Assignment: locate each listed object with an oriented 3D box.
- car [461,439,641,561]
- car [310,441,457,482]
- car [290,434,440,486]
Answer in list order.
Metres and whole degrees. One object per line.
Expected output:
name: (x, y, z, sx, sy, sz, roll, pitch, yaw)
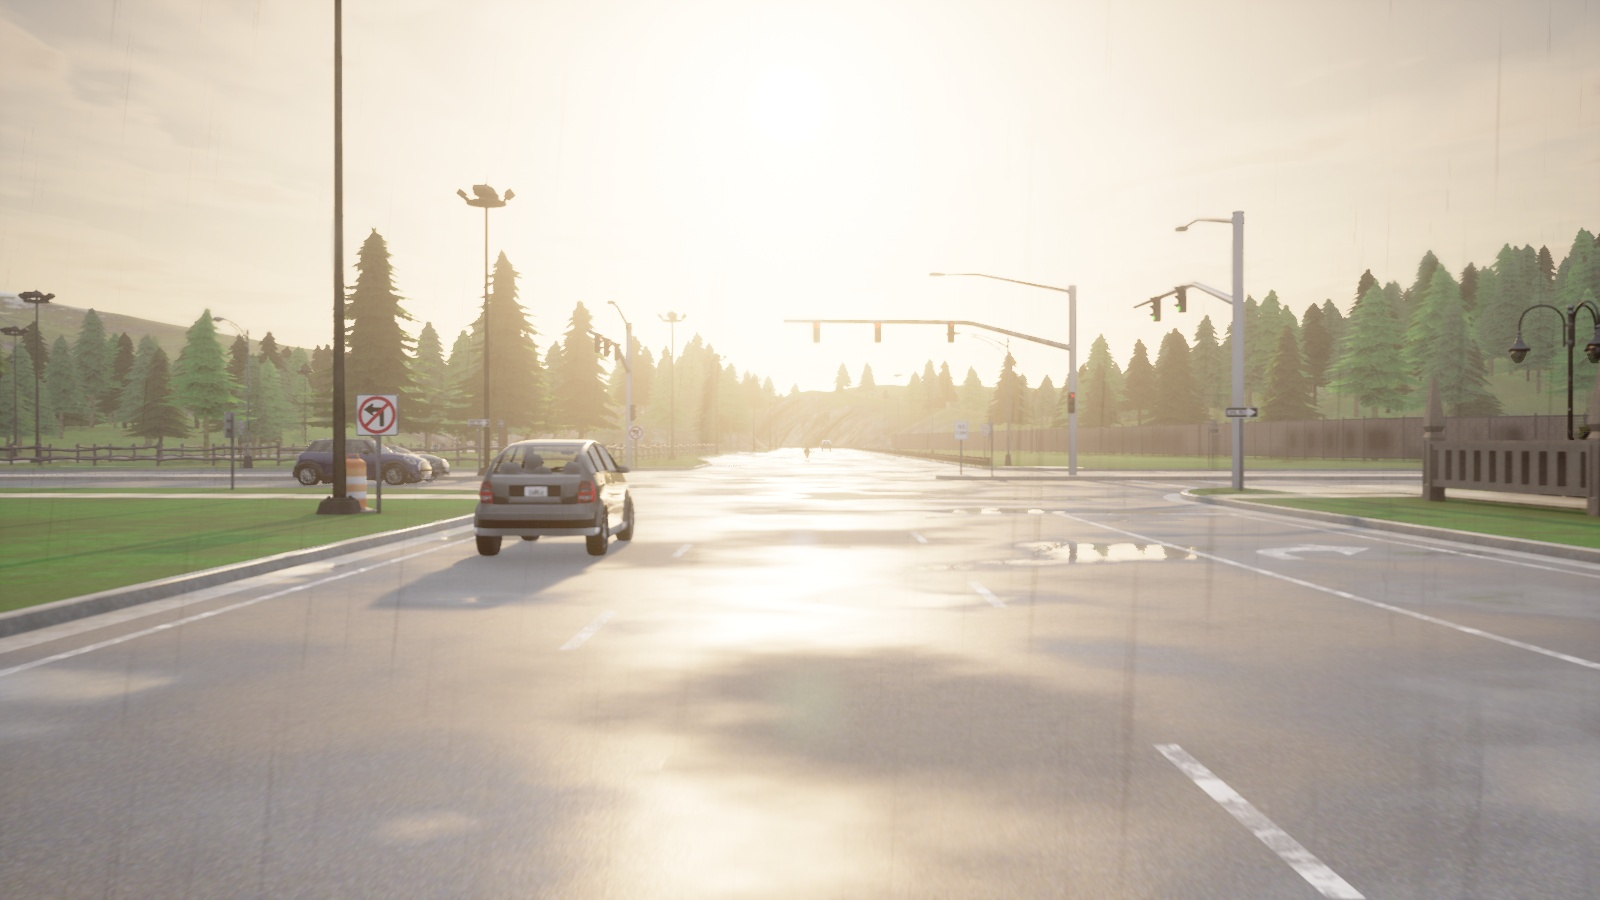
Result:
car: (-3.385, 0.622, 17.755, 1.789, 1.549, 3.705, 0, 0, 0)
car: (-15.832, 0.420, 47.889, 4.902, 1.511, 2.128, 0, 0, 1)
car: (-15.306, 0.343, 44.380, 4.553, 1.767, 2.097, 0, 0, 1)
